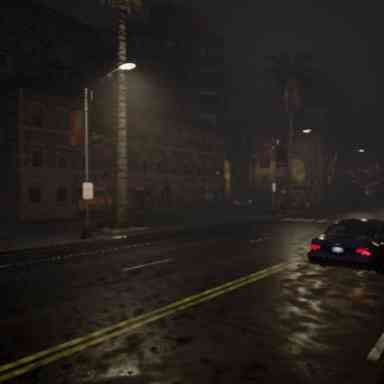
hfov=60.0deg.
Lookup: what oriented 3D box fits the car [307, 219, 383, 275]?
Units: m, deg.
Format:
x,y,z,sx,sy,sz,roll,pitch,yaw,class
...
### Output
x,y,z,sx,sy,sz,roll,pitch,yaw,class
5.506,1.564,10.667,2.033,1.411,5.357,-1,-1,41,car
